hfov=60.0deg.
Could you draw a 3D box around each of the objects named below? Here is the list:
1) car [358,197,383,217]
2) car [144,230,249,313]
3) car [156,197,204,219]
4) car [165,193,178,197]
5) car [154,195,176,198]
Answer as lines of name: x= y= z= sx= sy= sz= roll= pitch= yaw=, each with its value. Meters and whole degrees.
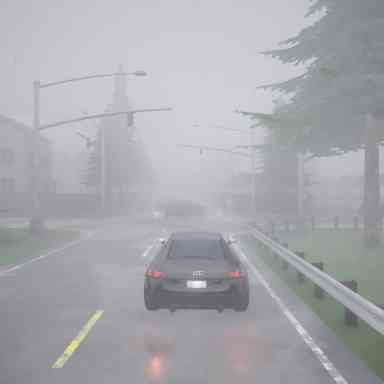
car: x=16.087 y=1.206 z=26.047 sx=5.566 sy=2.045 sz=2.150 roll=0 pitch=0 yaw=1
car: x=0.101 y=1.564 z=7.755 sx=1.994 sy=1.385 sz=4.181 roll=0 pitch=0 yaw=1
car: x=-0.602 y=1.488 z=28.784 sx=2.128 sy=1.511 sz=4.902 roll=1 pitch=0 yaw=28
car: x=-3.340 y=1.221 z=52.262 sx=2.150 sy=2.045 sz=5.566 roll=0 pitch=0 yaw=0
car: x=-3.395 y=1.478 z=41.605 sx=1.882 sy=1.535 sz=5.008 roll=0 pitch=0 yaw=0
